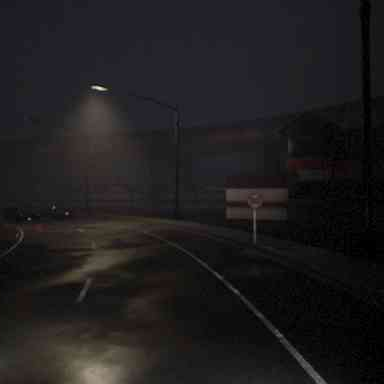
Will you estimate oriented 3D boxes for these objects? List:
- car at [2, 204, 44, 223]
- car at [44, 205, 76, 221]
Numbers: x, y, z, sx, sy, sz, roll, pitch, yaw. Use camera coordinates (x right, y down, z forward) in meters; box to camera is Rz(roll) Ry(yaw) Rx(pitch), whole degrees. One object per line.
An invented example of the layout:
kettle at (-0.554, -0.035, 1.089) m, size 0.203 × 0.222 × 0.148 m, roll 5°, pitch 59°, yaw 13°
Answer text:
car at (-15.019, 1.990, 29.370) m, size 1.895 × 1.301 × 4.718 m, roll 1°, pitch -1°, yaw -42°
car at (-12.824, 1.982, 32.017) m, size 1.994 × 1.385 × 4.181 m, roll 1°, pitch -1°, yaw -42°
